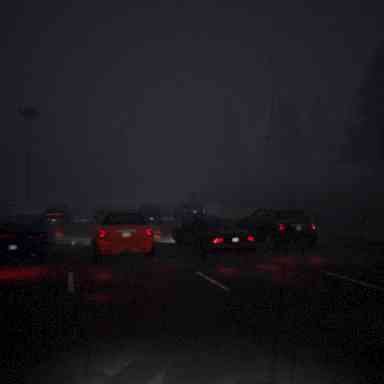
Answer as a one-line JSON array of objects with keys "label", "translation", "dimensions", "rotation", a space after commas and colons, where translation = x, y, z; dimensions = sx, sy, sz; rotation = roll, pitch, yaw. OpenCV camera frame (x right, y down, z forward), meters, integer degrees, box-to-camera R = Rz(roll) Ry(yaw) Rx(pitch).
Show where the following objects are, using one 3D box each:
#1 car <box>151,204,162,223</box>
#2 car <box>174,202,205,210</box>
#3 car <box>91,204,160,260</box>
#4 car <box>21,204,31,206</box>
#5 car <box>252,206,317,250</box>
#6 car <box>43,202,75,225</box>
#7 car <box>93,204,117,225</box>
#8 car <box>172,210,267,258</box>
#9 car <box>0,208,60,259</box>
[{"label": "car", "translation": [-3.677, 1.801, 28.033], "dimensions": [1.837, 1.490, 4.892], "rotation": [0, 0, -14]}, {"label": "car", "translation": [-0.274, 1.657, 28.864], "dimensions": [2.097, 1.767, 4.553], "rotation": [0, -1, -14]}, {"label": "car", "translation": [-2.888, 1.491, 13.307], "dimensions": [2.097, 1.767, 4.553], "rotation": [0, -1, -18]}, {"label": "car", "translation": [-30.329, 1.983, 61.847], "dimensions": [2.097, 1.767, 4.553], "rotation": [0, -1, -4]}, {"label": "car", "translation": [3.710, 1.521, 15.646], "dimensions": [2.097, 1.767, 4.553], "rotation": [0, -1, -18]}, {"label": "car", "translation": [-10.428, 1.776, 26.179], "dimensions": [1.837, 1.490, 4.892], "rotation": [0, 0, -14]}, {"label": "car", "translation": [-7.141, 1.811, 27.475], "dimensions": [1.812, 1.442, 4.674], "rotation": [0, 0, -14]}, {"label": "car", "translation": [0.673, 1.694, 13.629], "dimensions": [2.033, 1.411, 5.357], "rotation": [0, -1, -19]}, {"label": "car", "translation": [-6.439, 1.610, 12.914], "dimensions": [1.882, 1.535, 5.008], "rotation": [0, 0, -18]}]
